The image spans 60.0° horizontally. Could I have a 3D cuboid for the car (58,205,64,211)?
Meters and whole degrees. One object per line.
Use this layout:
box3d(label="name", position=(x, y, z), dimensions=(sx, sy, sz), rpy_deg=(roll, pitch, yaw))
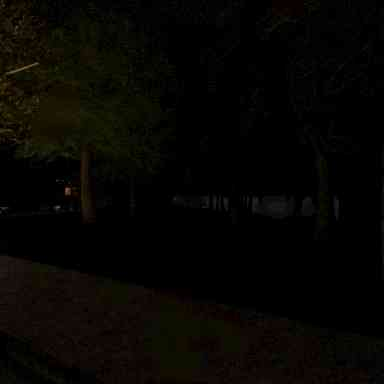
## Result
box3d(label="car", position=(-35.046, 4.294, 87.464), dimensions=(2.128, 1.511, 4.902), rpy_deg=(0, -2, -9))

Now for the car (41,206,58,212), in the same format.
box3d(label="car", position=(-33.335, 3.937, 77.180), dimensions=(1.837, 1.490, 4.892), rpy_deg=(0, -2, -9))

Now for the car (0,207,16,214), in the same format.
box3d(label="car", position=(-33.805, 3.389, 60.811), dimensions=(1.895, 1.301, 4.718), rpy_deg=(0, -2, -9))
